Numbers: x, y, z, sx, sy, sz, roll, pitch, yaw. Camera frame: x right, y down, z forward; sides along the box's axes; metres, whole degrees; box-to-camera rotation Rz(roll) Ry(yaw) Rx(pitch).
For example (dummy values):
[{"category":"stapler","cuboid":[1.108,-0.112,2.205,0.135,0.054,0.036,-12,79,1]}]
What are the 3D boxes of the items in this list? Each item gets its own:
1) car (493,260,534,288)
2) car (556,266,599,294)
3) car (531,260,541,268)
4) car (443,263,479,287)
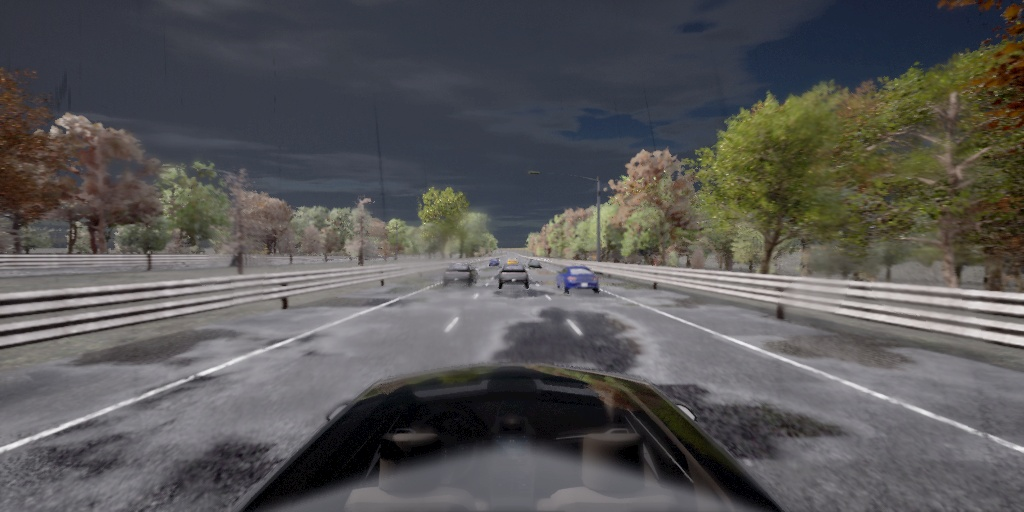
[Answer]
[{"category":"car","cuboid":[0.106,1.233,23.580,2.128,1.511,4.902,0,0,0]},{"category":"car","cuboid":[3.606,1.269,20.145,1.812,1.442,4.674,0,0,0]},{"category":"car","cuboid":[3.614,1.279,58.387,1.994,1.385,4.181,0,0,0]},{"category":"car","cuboid":[-3.394,1.233,24.295,2.128,1.511,4.902,0,0,0]}]
